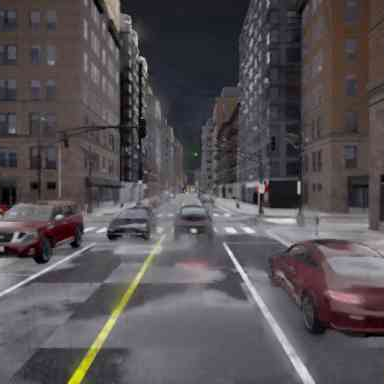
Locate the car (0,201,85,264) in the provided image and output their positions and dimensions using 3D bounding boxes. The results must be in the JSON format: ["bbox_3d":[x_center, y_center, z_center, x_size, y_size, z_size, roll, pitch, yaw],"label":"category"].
[{"bbox_3d":[-5.394,1.265,11.819,2.192,1.841,5.009,0,0,0],"label":"car"}]

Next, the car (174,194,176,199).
[{"bbox_3d":[-5.437,1.130,87.197,1.752,1.417,4.829,0,0,0],"label":"car"}]

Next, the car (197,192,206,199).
[{"bbox_3d":[2.583,0.893,92.821,2.192,1.841,5.009,0,0,0],"label":"car"}]

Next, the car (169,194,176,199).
[{"bbox_3d":[-5.440,1.162,92.821,1.802,1.307,4.206,0,0,0],"label":"car"}]

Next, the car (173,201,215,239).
[{"bbox_3d":[0.082,1.431,16.884,1.837,1.490,4.892,0,0,0],"label":"car"}]

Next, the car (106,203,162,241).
[{"bbox_3d":[-2.759,1.493,16.626,2.033,1.411,5.357,0,0,0],"label":"car"}]

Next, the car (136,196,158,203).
[{"bbox_3d":[-5.409,1.385,38.283,2.008,1.369,4.403,0,0,0],"label":"car"}]

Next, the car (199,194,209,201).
[{"bbox_3d":[2.598,1.224,71.005,1.887,1.381,4.507,0,0,0],"label":"car"}]

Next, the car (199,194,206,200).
[{"bbox_3d":[2.591,1.151,82.084,1.752,1.417,4.829,0,0,0],"label":"car"}]

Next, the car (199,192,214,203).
[{"bbox_3d":[2.607,1.198,54.642,1.967,1.590,4.097,0,0,0],"label":"car"}]

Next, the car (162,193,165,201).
[{"bbox_3d":[-5.415,1.311,49.021,1.752,1.417,4.829,0,0,0],"label":"car"}]

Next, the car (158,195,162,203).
[{"bbox_3d":[-5.412,1.354,43.737,1.887,1.381,4.507,0,0,0],"label":"car"}]

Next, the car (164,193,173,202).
[{"bbox_3d":[-5.424,1.273,65.553,1.947,1.339,4.313,0,0,0],"label":"car"}]

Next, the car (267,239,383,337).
[{"bbox_3d":[2.634,1.553,6.403,1.802,1.307,4.206,0,0,0],"label":"car"}]

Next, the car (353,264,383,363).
[{"bbox_3d":[2.637,1.519,1.160,1.752,1.417,4.829,0,0,0],"label":"car"}]

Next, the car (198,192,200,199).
[{"bbox_3d":[2.601,1.146,65.551,1.967,1.590,4.097,0,0,0],"label":"car"}]
